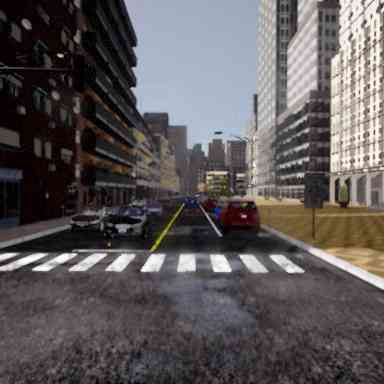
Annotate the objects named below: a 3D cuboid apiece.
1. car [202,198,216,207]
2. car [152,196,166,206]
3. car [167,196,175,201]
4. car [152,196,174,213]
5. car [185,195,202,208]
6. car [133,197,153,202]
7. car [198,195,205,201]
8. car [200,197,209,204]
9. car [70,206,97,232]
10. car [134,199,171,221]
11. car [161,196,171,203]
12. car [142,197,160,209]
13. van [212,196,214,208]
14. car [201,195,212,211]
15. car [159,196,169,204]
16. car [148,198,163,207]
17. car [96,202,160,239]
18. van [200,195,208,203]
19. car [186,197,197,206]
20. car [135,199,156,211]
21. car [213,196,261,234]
[{"bbox_3d":[2.628,1.651,52.640,1.887,1.381,4.507,0,0,0],"label":"car"},{"bbox_3d":[-5.759,1.508,58.156,1.967,1.590,4.097,0,0,0],"label":"car"},{"bbox_3d":[-5.801,1.725,91.316,1.887,1.381,4.507,0,0,0],"label":"car"},{"bbox_3d":[-3.129,1.506,37.682,1.882,1.535,5.008,0,0,0],"label":"car"},{"bbox_3d":[0.048,1.434,49.775,2.097,1.767,4.553,0,0,0],"label":"car"},{"bbox_3d":[-5.731,1.558,36.049,2.008,1.369,4.403,0,0,0],"label":"car"},{"bbox_3d":[2.580,1.674,91.326,1.967,1.590,4.097,0,0,0],"label":"car"},{"bbox_3d":[2.607,1.681,69.390,1.752,1.417,4.829,0,0,0],"label":"car"},{"bbox_3d":[-5.710,1.521,19.470,2.008,1.369,4.403,0,0,0],"label":"car"},{"bbox_3d":[-3.127,1.550,27.202,2.033,1.411,5.357,0,0,0],"label":"car"},{"bbox_3d":[-5.779,1.664,74.735,1.887,1.381,4.507,0,0,0],"label":"car"},{"bbox_3d":[-5.745,1.477,47.103,1.967,1.590,4.097,0,0,0],"label":"car"},{"bbox_3d":[2.663,1.376,25.007,1.690,1.788,3.998,0,0,0],"label":"van"},{"bbox_3d":[2.642,1.391,41.586,2.192,1.841,5.009,0,0,0],"label":"car"},{"bbox_3d":[-5.772,1.626,69.039,1.752,1.417,4.829,0,0,0],"label":"car"},{"bbox_3d":[-5.752,1.634,52.630,1.802,1.307,4.206,0,0,0],"label":"car"},{"bbox_3d":[-3.114,1.475,17.346,2.128,1.511,4.902,0,0,0],"label":"car"},{"bbox_3d":[2.601,1.515,74.746,1.690,1.788,3.998,0,0,0],"label":"van"},{"bbox_3d":[-0.062,1.614,59.670,1.837,1.490,4.892,0,0,0],"label":"car"},{"bbox_3d":[-5.738,1.567,41.575,1.887,1.381,4.507,0,0,0],"label":"car"},{"bbox_3d":[2.670,1.339,19.481,2.192,1.841,5.009,0,0,0],"label":"car"}]
